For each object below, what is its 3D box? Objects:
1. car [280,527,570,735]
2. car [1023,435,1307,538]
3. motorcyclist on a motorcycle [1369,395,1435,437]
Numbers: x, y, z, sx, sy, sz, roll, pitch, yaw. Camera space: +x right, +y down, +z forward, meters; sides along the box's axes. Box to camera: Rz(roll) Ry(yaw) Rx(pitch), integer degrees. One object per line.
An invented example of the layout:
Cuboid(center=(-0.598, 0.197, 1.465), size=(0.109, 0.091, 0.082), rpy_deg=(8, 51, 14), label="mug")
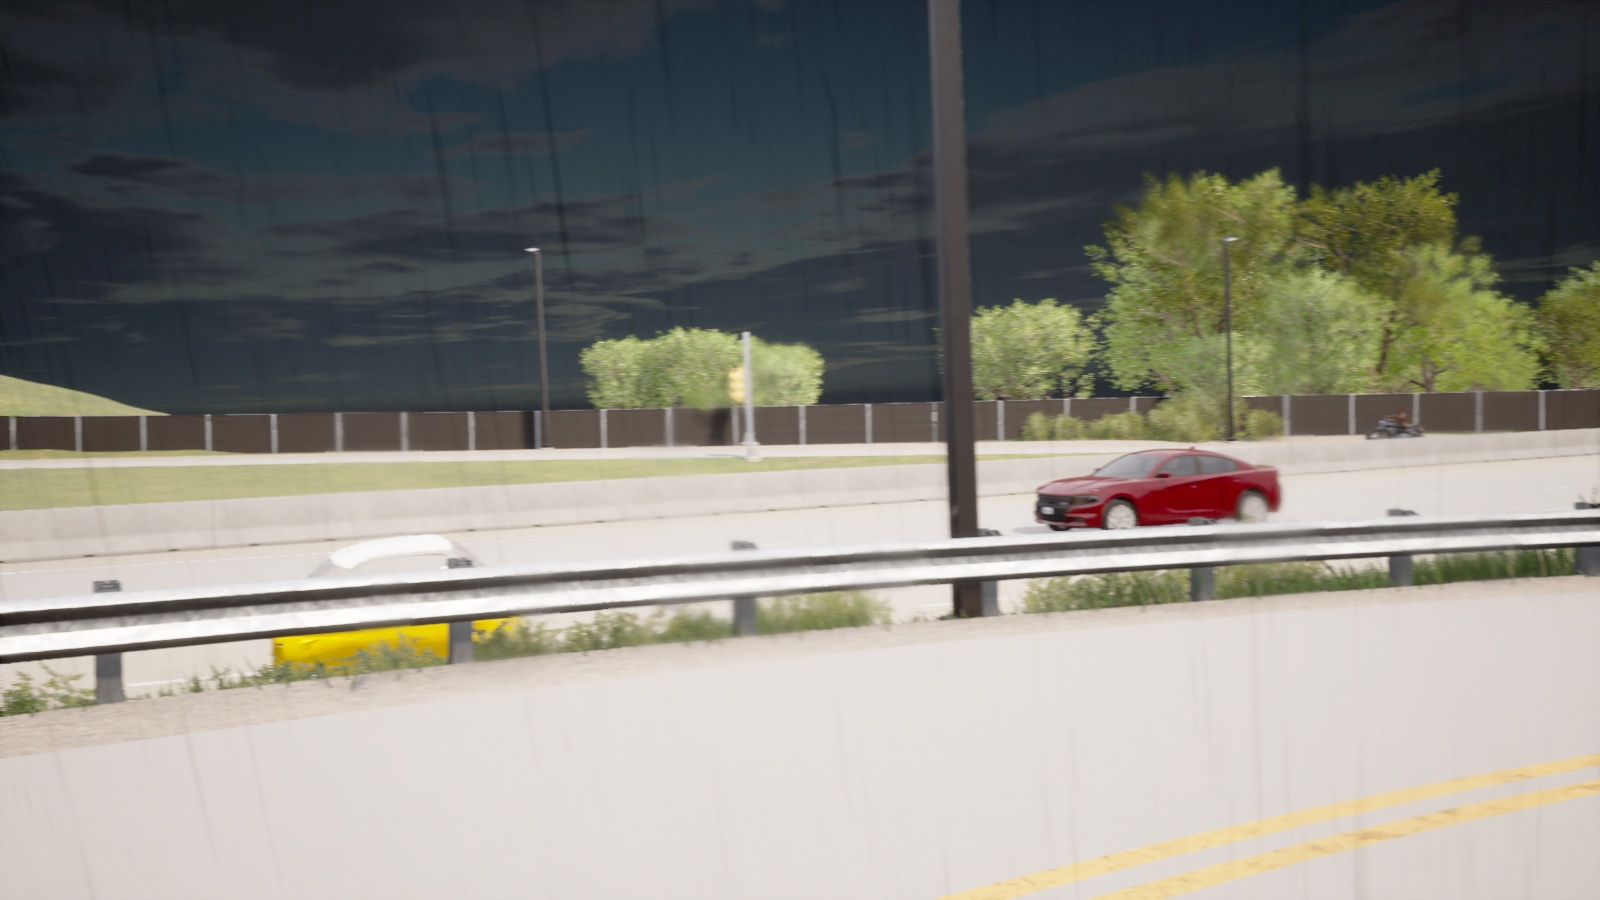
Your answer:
Cuboid(center=(-3.343, 1.513, 11.114), size=(2.207, 1.376, 1.481), rpy_deg=(-4, 2, -24), label="car")
Cuboid(center=(6.803, 0.605, 23.354), size=(5.008, 1.535, 1.882), rpy_deg=(-3, 2, -24), label="car")
Cuboid(center=(24.886, -1.415, 51.900), size=(2.350, 1.649, 0.766), rpy_deg=(-2, 3, -1), label="motorcyclist on a motorcycle")
